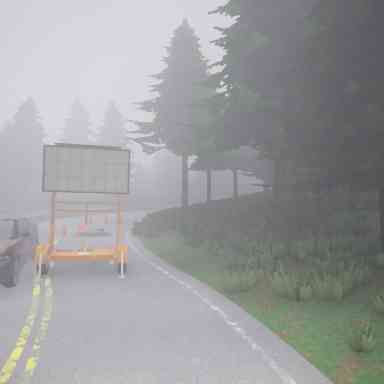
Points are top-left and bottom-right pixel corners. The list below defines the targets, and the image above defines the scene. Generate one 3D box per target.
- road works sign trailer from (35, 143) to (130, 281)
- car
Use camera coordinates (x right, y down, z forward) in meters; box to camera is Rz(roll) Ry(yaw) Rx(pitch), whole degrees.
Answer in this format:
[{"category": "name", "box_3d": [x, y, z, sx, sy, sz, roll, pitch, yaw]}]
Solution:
[{"category": "road works sign trailer", "box_3d": [-3.090, 0.425, 9.785, 2.380, 3.560, 2.880, 2, 0, -15]}, {"category": "car", "box_3d": [-5.377, 1.374, 8.927, 1.882, 1.535, 5.008, 2, 0, -17]}]
